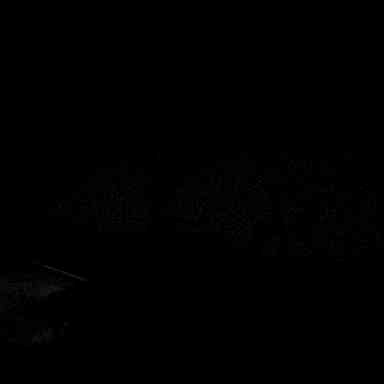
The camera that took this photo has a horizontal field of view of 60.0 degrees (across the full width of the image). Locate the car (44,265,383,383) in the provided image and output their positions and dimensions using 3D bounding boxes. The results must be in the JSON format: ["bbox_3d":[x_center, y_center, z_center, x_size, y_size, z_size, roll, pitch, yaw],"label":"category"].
[{"bbox_3d":[0.245,1.604,3.970,4.718,1.301,1.895,0,0,37],"label":"car"}]
